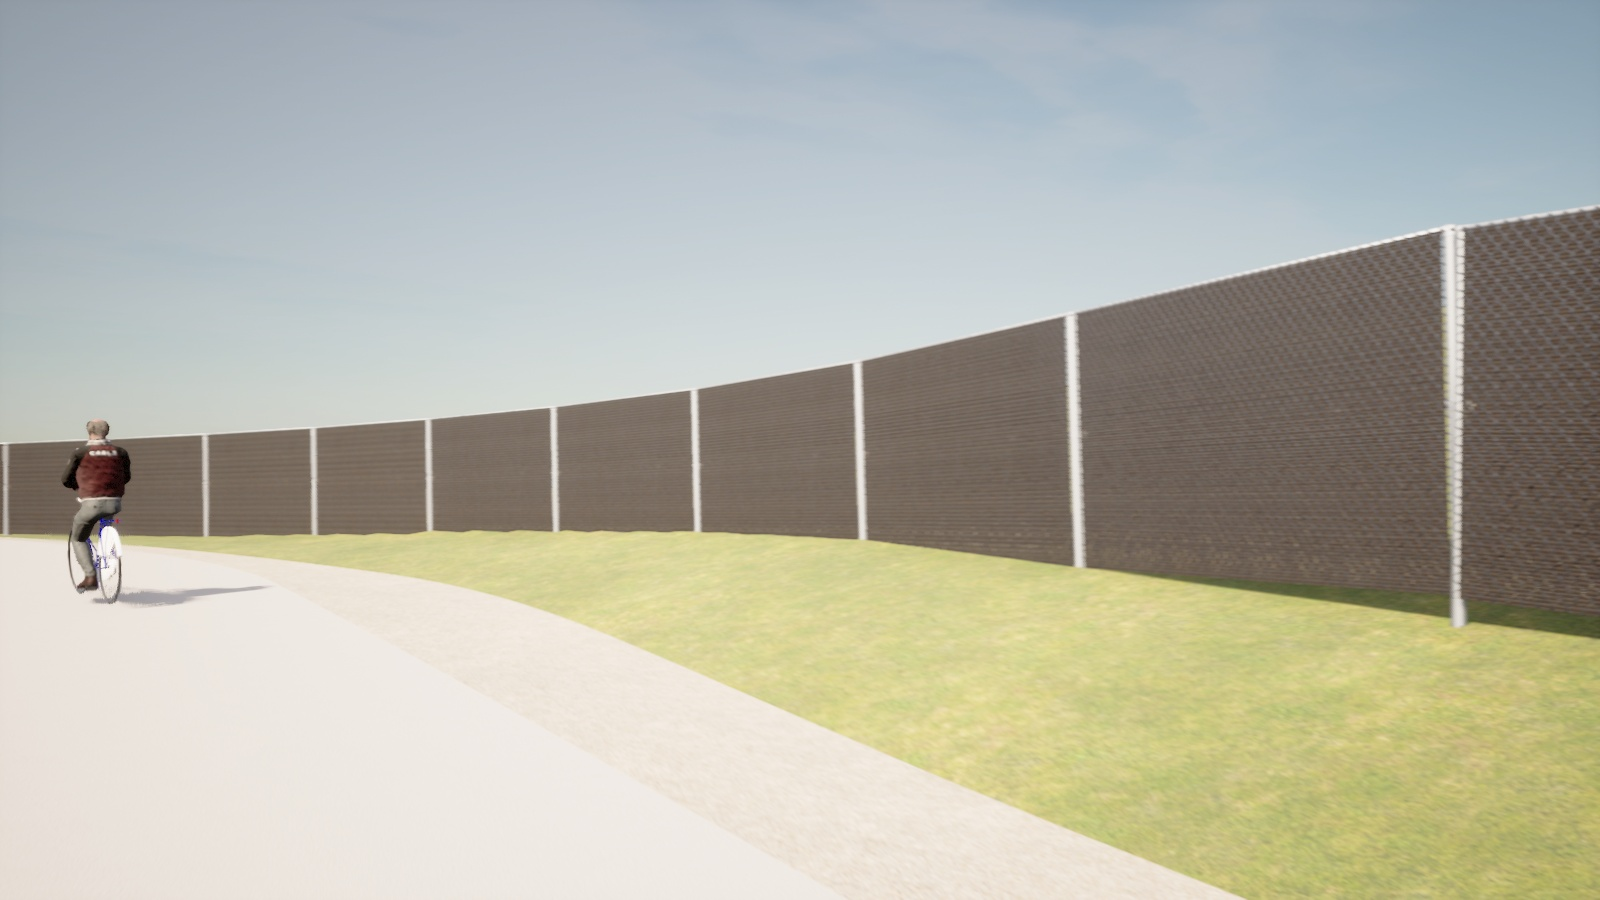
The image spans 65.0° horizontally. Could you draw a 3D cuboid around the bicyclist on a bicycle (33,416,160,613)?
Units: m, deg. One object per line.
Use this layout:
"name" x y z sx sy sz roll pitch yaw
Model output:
"bicyclist on a bicycle" -6.865 0.575 12.215 0.659 1.776 1.843 -1 1 -43
